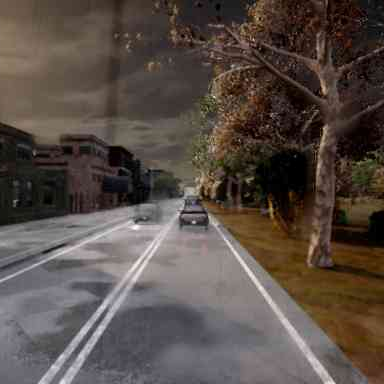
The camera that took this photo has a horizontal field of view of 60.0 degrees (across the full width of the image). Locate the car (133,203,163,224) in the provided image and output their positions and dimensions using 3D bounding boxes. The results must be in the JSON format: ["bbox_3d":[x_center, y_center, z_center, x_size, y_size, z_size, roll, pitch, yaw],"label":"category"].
[{"bbox_3d":[-3.324,1.634,25.935,1.837,1.490,4.892,0,0,0],"label":"car"}]

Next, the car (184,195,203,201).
[{"bbox_3d":[0.153,1.448,42.066,2.150,2.045,5.566,0,0,0],"label":"car"}]

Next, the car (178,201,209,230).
[{"bbox_3d":[0.117,1.598,22.193,2.128,1.511,4.902,0,0,0],"label":"car"}]
